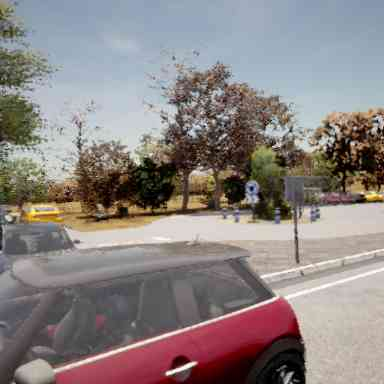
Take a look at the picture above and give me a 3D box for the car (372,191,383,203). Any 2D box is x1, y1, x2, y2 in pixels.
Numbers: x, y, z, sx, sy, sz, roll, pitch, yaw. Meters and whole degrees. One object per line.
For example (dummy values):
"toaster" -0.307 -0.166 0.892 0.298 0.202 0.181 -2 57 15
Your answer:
"car" 21.451 0.636 43.461 1.946 1.575 5.366 -1 1 -35

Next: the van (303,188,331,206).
"van" 12.490 0.536 36.795 1.878 1.987 4.442 -1 1 -35

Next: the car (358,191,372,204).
"car" 19.256 0.710 41.730 2.163 1.488 4.792 -1 0 -35

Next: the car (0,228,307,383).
"car" -1.089 1.348 2.909 4.553 1.767 2.097 0 0 -36

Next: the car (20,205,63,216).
"car" -9.593 1.575 21.110 2.097 1.535 5.008 0 0 -35

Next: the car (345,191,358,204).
"car" 16.886 0.753 40.036 2.002 1.452 4.674 -1 0 -35

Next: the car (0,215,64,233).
"car" -4.227 1.614 8.865 2.163 1.488 4.792 0 0 -35

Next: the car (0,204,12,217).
"car" -11.882 1.453 19.546 2.185 1.767 4.553 0 0 -35

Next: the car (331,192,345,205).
"car" 14.606 0.777 38.438 2.002 1.452 4.674 -1 0 -35
